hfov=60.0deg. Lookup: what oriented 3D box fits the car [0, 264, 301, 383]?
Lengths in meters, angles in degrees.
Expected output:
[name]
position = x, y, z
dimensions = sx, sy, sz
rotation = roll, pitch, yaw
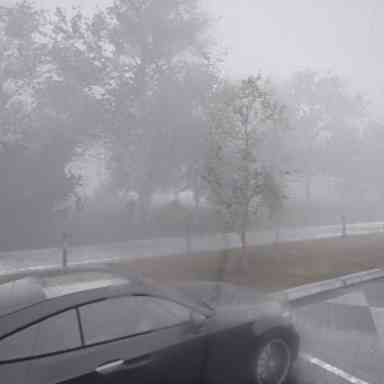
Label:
[car]
position = -0.901, 1.515, 3.438
dimensions = 4.674, 1.452, 2.002
rotation = -1, 0, -35
